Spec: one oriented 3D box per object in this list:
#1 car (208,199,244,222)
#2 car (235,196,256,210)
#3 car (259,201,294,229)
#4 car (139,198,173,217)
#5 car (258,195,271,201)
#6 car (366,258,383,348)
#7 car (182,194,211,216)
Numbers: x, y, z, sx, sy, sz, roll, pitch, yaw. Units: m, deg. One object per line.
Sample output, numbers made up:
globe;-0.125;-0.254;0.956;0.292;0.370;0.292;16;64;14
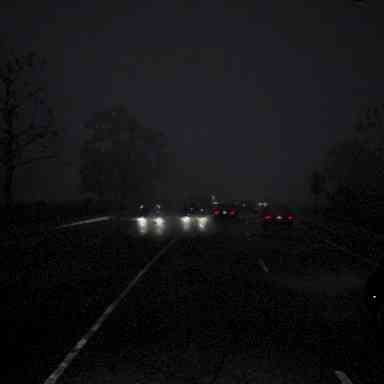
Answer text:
car;2.885;1.566;26.867;2.033;1.411;5.357;0;0;11
car;6.924;1.602;42.518;1.994;1.385;4.181;0;0;17
car;5.581;1.574;22.174;2.033;1.411;5.357;0;0;9
car;-3.387;1.351;31.775;2.097;1.767;4.553;0;0;13
car;15.941;1.448;72.539;2.128;1.511;4.902;0;0;28
car;3.718;1.231;2.771;2.150;2.045;5.566;0;0;1
car;0.639;1.235;33.817;2.150;2.045;5.566;0;0;14
